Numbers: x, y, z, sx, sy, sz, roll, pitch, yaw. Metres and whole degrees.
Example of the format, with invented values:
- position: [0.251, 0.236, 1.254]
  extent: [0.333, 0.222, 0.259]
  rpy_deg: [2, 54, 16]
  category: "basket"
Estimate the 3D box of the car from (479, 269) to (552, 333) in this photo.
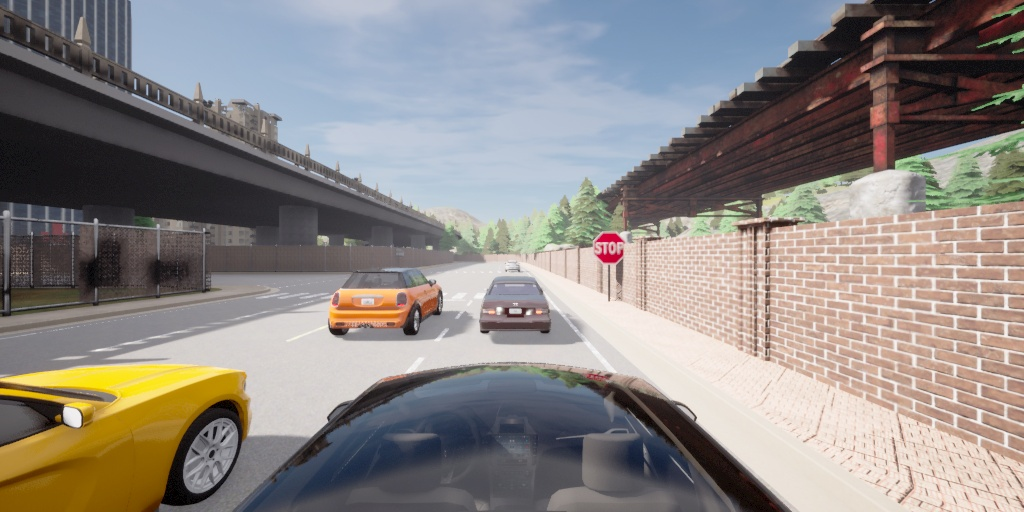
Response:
- position: [0.076, 1.297, 10.647]
  extent: [2.033, 1.411, 5.357]
  rpy_deg: [0, 0, 0]
  category: "car"

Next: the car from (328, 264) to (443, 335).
- position: [-3.425, 1.102, 10.623]
  extent: [2.097, 1.767, 4.553]
  rpy_deg: [0, 0, 0]
  category: "car"

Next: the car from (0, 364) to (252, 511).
- position: [-3.398, 1.228, 1.366]
  extent: [1.882, 1.535, 5.008]
  rpy_deg: [0, 0, 0]
  category: "car"

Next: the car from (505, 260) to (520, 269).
- position: [0.074, 1.276, 45.516]
  extent: [1.812, 1.442, 4.674]
  rpy_deg: [0, 0, -1]
  category: "car"
